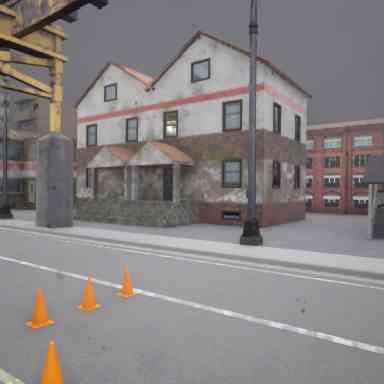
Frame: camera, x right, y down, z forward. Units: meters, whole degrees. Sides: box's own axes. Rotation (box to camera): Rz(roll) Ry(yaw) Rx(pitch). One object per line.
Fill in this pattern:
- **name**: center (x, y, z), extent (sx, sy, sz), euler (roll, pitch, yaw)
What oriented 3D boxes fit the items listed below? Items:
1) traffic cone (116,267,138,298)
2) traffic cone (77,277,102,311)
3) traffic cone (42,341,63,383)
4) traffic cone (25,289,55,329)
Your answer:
- **traffic cone**: center (-1.413, 1.949, 7.276), extent (0.340, 0.580, 0.340), euler (0, 0, 36)
- **traffic cone**: center (-1.998, 1.949, 6.465), extent (0.340, 0.580, 0.340), euler (0, 0, 36)
- **traffic cone**: center (-1.546, 1.952, 3.673), extent (0.340, 0.580, 0.340), euler (0, 0, 36)
- **traffic cone**: center (-2.583, 1.949, 5.654), extent (0.340, 0.580, 0.340), euler (0, 0, 36)
